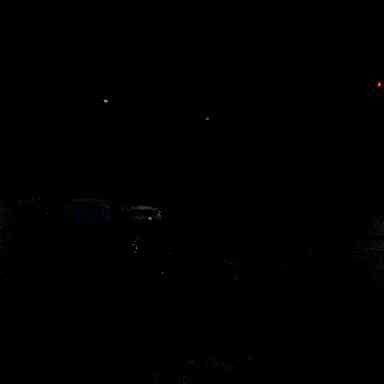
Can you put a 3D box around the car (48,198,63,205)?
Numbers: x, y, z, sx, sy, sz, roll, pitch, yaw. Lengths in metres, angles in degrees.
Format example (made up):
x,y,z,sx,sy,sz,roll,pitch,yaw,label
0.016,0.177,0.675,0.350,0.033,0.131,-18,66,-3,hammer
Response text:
x,y,z,sx,sy,sz,roll,pitch,yaw,label
-27.261,1.811,66.294,2.008,1.369,4.403,1,-1,-34,car

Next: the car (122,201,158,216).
x,y,z,sx,sy,sz,roll,pitch,yaw,label
-5.405,1.678,34.383,1.887,1.381,4.507,1,-1,-34,car

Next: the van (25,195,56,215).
x,y,z,sx,sy,sz,roll,pitch,yaw,label
-15.591,1.361,34.129,1.690,1.788,3.998,1,-1,-34,van

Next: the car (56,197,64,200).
x,y,z,sx,sy,sz,roll,pitch,yaw,label
-18.605,1.677,43.442,1.895,1.301,4.718,1,-1,-34,car

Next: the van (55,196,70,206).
x,y,z,sx,sy,sz,roll,pitch,yaw,label
-24.137,1.583,61.737,1.690,1.788,3.998,1,-1,-34,van

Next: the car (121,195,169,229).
x,y,z,sx,sy,sz,roll,pitch,yaw,label
-4.059,1.253,22.201,2.150,2.045,5.566,1,-1,-34,car

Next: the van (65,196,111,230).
x,y,z,sx,sy,sz,roll,pitch,yaw,label
-6.230,1.309,20.450,1.690,1.788,3.998,1,-1,-34,van

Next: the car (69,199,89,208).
x,y,z,sx,sy,sz,roll,pitch,yaw,label
-17.894,1.750,52.618,1.887,1.381,4.507,1,-1,-34,car

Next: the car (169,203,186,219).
x,y,z,sx,sy,sz,roll,pitch,yaw,label
-2.283,1.660,29.825,1.887,1.381,4.507,1,-1,-34,car

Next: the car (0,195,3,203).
x,y,z,sx,sy,sz,roll,pitch,yaw,label
-37.338,1.673,65.903,1.752,1.417,4.829,1,-1,-34,car

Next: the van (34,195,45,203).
x,y,z,sx,sy,sz,roll,pitch,yaw,label
-36.626,1.657,79.972,1.690,1.788,3.998,1,-1,-34,van

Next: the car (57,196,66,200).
x,y,z,sx,sy,sz,roll,pitch,yaw,label
-21.015,1.539,57.179,2.192,1.841,5.009,1,-1,-34,car

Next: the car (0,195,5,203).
x,y,z,sx,sy,sz,roll,pitch,yaw,label
-43.672,1.500,75.164,2.192,1.841,5.009,1,-1,-34,car

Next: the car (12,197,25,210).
x,y,z,sx,sy,sz,roll,pitch,yaw,label
-21.833,1.638,43.246,1.802,1.307,4.206,1,-1,-34,car

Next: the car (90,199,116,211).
x,y,z,sx,sy,sz,roll,pitch,yaw,label
-11.746,1.695,43.641,1.752,1.417,4.829,1,-1,-34,car

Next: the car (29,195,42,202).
x,y,z,sx,sy,sz,roll,pitch,yaw,label
-39.748,1.650,84.531,2.192,1.841,5.009,1,-1,-34,car

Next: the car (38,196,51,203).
x,y,z,sx,sy,sz,roll,pitch,yaw,label
-33.505,1.738,75.413,1.967,1.590,4.097,1,-1,-34,car

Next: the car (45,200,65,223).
x,y,z,sx,sy,sz,roll,pitch,yaw,label
-9.352,1.529,25.008,1.887,1.381,4.507,1,-1,-34,car

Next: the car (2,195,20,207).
x,y,z,sx,sy,sz,roll,pitch,yaw,label
-28.073,1.644,52.365,2.008,1.369,4.403,1,-1,-34,car
